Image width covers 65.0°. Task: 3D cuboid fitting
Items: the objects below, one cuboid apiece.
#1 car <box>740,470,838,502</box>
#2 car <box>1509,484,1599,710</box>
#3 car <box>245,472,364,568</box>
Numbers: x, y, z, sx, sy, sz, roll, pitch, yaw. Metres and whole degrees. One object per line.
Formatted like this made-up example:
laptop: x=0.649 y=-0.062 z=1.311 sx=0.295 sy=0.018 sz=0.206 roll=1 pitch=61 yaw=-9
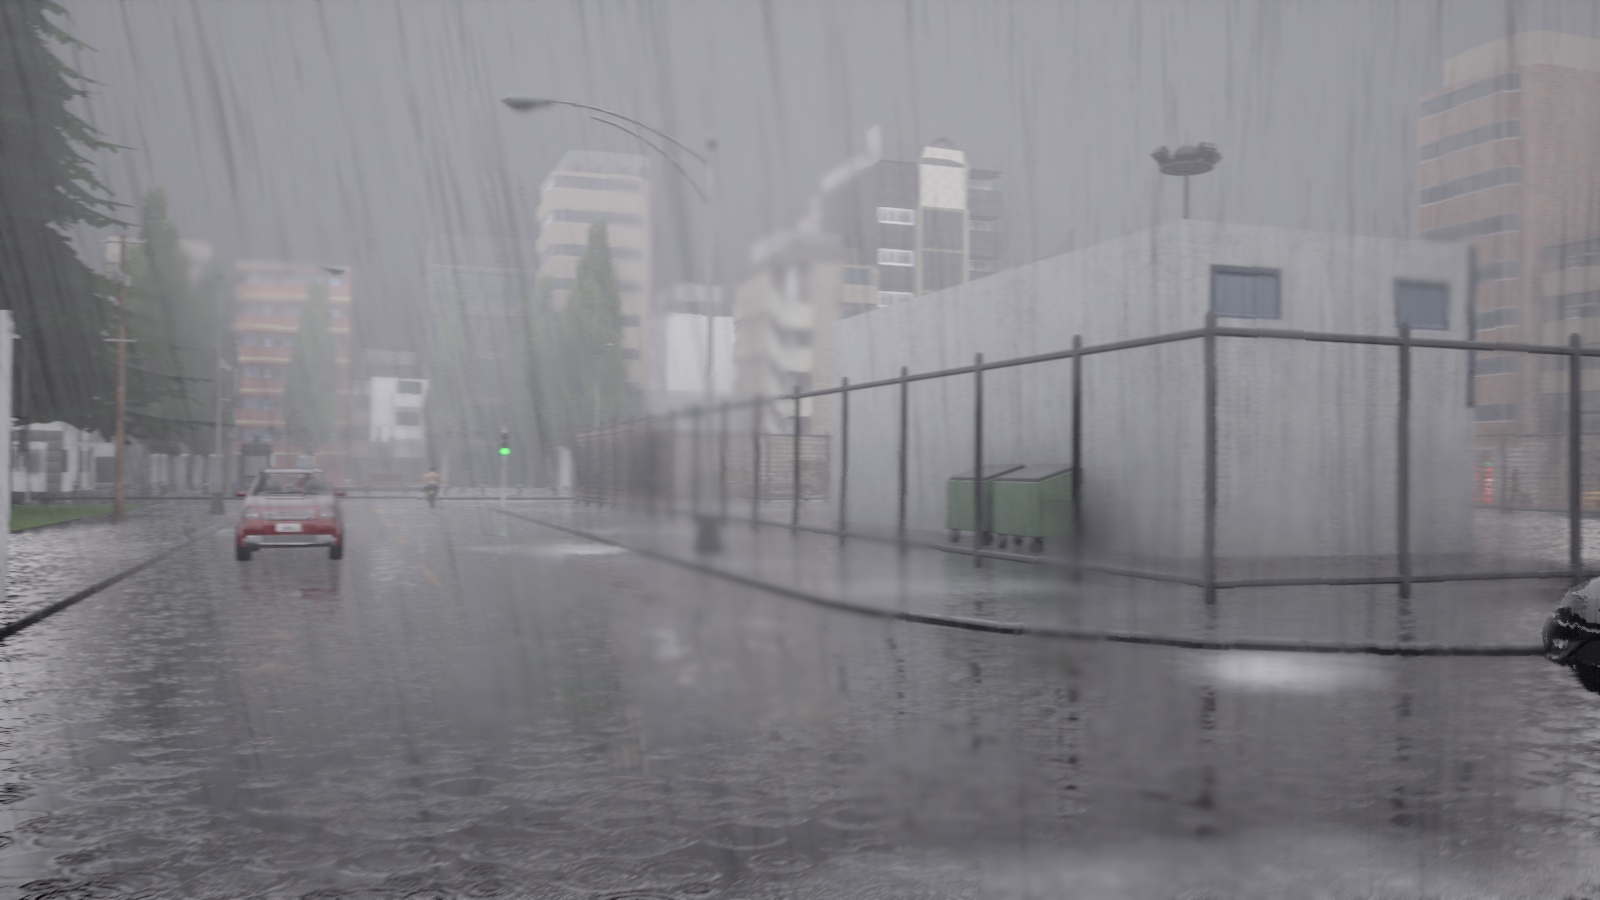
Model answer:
car: x=-0.600 y=1.884 z=66.890 sx=4.856 sy=1.649 sz=2.033 roll=0 pitch=-1 yaw=-20
car: x=7.323 y=0.980 z=8.720 sx=4.193 sy=1.474 sz=1.816 roll=0 pitch=-1 yaw=-18
car: x=-8.730 y=1.170 z=22.304 sx=1.789 sy=1.549 sz=3.705 roll=0 pitch=-1 yaw=-20
